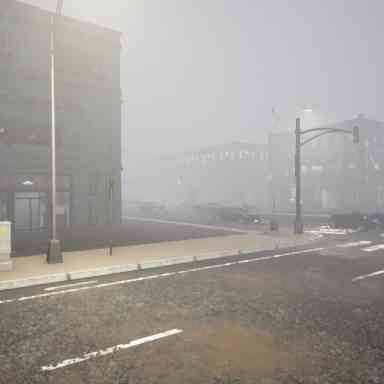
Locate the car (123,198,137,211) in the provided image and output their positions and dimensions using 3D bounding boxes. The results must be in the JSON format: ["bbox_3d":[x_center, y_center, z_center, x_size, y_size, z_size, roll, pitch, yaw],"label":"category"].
[{"bbox_3d":[-7.393,1.956,46.680,1.882,1.535,5.008,-1,0,-35],"label":"car"}]

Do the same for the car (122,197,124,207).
[{"bbox_3d":[-13.626,1.939,65.384,2.192,1.841,5.009,-1,0,-35],"label":"car"}]

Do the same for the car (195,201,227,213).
[{"bbox_3d":[2.416,1.903,42.830,1.802,1.307,4.206,-2,0,-35],"label":"car"}]

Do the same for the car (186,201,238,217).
[{"bbox_3d":[1.929,1.788,33.538,2.128,1.511,4.902,-1,0,-35],"label":"car"}]

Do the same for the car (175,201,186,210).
[{"bbox_3d":[-0.790,1.965,47.340,1.802,1.307,4.206,-2,0,-35],"label":"car"}]

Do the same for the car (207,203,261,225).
[{"bbox_3d":[3.529,1.814,26.592,1.947,1.339,4.313,-1,0,-35],"label":"car"}]

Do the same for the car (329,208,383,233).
[{"bbox_3d":[10.135,1.627,19.877,1.994,1.385,4.181,-1,-2,-14],"label":"car"}]

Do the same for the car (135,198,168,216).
[{"bbox_3d":[-4.416,1.846,37.971,1.967,1.590,4.097,-1,0,-35],"label":"car"}]
